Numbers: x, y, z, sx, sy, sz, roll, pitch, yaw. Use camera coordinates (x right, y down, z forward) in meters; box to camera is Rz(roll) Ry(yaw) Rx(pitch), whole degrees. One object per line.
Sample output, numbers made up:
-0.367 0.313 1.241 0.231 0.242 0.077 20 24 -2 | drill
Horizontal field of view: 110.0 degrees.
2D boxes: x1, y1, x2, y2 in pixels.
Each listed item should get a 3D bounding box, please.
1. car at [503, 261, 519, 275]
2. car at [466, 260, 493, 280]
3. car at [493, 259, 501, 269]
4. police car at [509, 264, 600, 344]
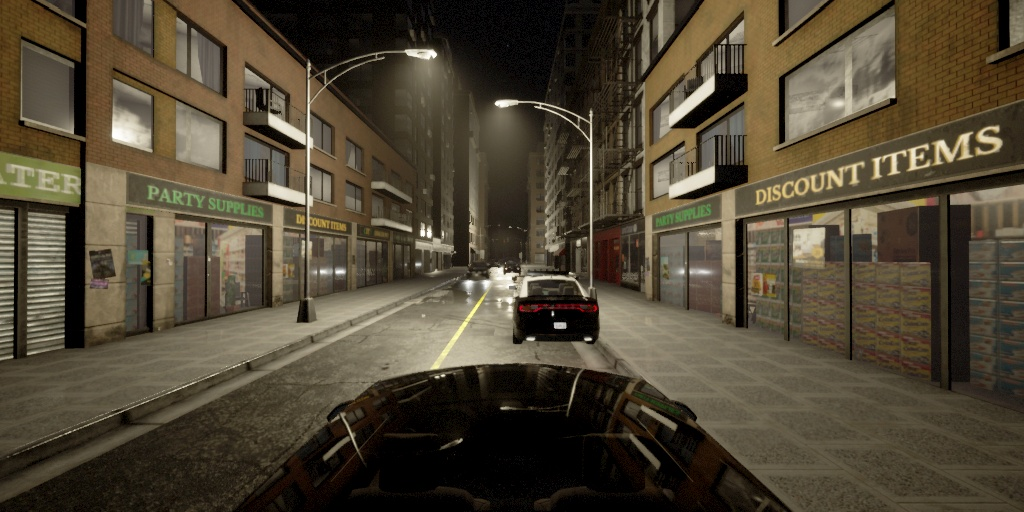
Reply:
0.028 1.373 39.283 1.895 1.301 4.718 0 0 0 | car
-2.890 1.290 31.482 1.812 1.442 4.674 0 0 0 | car
-2.824 1.299 57.113 1.837 1.490 4.892 0 0 0 | car
0.953 1.178 9.702 1.930 1.638 5.238 0 0 0 | police car
